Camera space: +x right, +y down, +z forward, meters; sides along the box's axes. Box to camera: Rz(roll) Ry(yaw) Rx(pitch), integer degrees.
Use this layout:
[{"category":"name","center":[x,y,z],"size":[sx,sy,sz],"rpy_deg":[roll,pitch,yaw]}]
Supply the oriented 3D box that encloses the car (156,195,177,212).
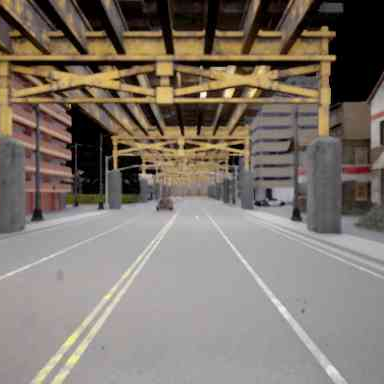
[{"category":"car","center":[-3.551,1.647,44.140],"size":[2.097,1.767,4.553],"rpy_deg":[0,0,1]}]

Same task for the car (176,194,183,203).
[{"category":"car","center":[-3.517,1.611,84.248],"size":[2.150,2.045,5.566],"rpy_deg":[0,0,0]}]

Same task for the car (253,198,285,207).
[{"category":"car","center":[13.250,1.776,56.413],"size":[4.974,1.542,2.038],"rpy_deg":[0,0,-20]}]

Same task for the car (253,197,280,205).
[{"category":"car","center":[13.623,1.627,60.550],"size":[4.536,1.218,1.853],"rpy_deg":[0,0,25]}]

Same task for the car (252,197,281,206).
[{"category":"car","center":[13.576,1.785,60.572],"size":[4.974,1.542,2.038],"rpy_deg":[0,0,25]}]

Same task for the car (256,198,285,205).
[{"category":"car","center":[13.299,1.618,56.431],"size":[4.536,1.218,1.853],"rpy_deg":[0,0,-20]}]
